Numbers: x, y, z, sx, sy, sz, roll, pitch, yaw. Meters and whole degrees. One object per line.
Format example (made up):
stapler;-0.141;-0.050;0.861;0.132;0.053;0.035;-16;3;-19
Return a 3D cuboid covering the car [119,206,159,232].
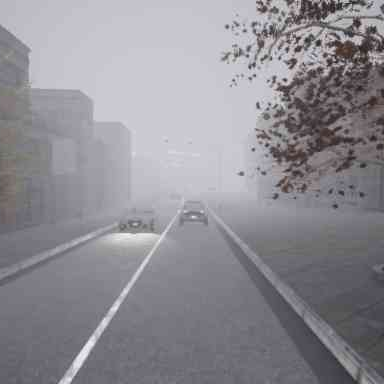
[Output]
car;-3.088;1.554;20.025;1.994;1.385;4.181;0;0;0

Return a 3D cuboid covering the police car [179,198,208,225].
police car;0.112;1.492;24.413;2.038;1.542;4.974;0;0;0

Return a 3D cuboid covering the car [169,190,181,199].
car;-3.016;0.354;60.371;1.882;1.535;5.008;0;2;1
